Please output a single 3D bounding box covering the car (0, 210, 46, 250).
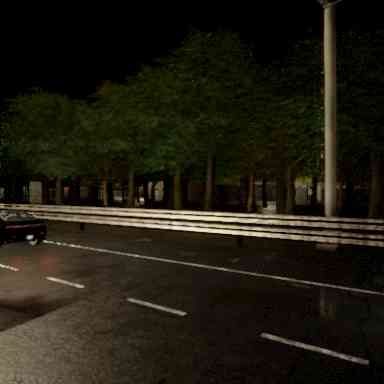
[{"bbox_3d":[-8.073,1.495,13.932,4.902,1.511,2.128,0,0,36],"label":"car"}]
